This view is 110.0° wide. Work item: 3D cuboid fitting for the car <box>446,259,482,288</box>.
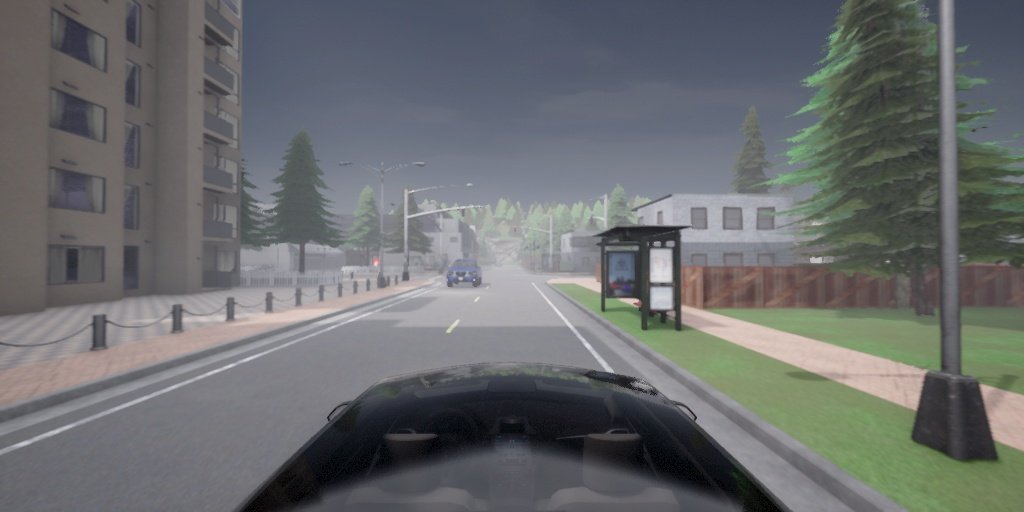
[{"bbox_3d":[-3.515,1.253,27.345,2.150,2.045,5.566,0,-1,0],"label":"car"}]
